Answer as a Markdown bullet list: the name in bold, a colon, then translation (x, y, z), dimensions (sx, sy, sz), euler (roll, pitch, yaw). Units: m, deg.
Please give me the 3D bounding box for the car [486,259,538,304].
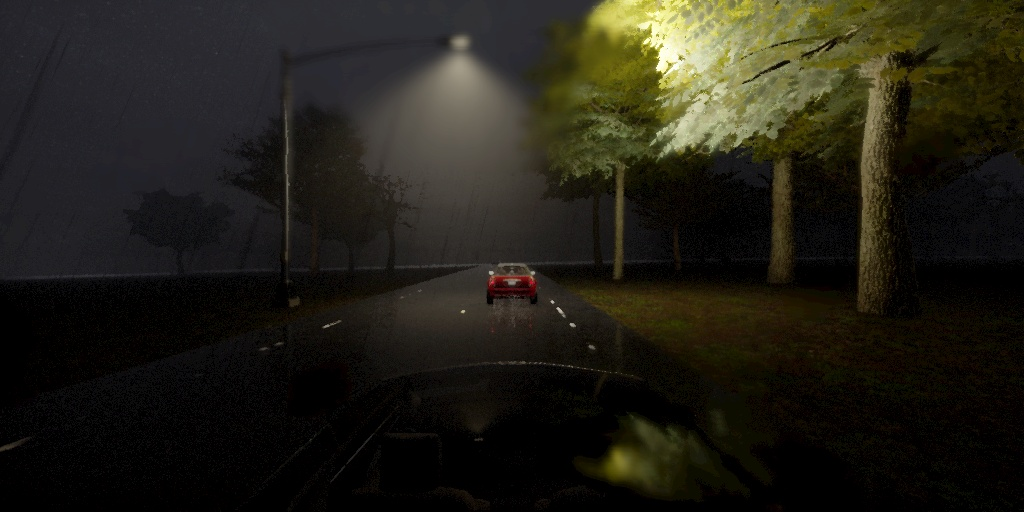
- **car**: translation (0.001, 1.111, 16.475), dimensions (2.097, 1.767, 4.553), euler (0, 0, 0)
